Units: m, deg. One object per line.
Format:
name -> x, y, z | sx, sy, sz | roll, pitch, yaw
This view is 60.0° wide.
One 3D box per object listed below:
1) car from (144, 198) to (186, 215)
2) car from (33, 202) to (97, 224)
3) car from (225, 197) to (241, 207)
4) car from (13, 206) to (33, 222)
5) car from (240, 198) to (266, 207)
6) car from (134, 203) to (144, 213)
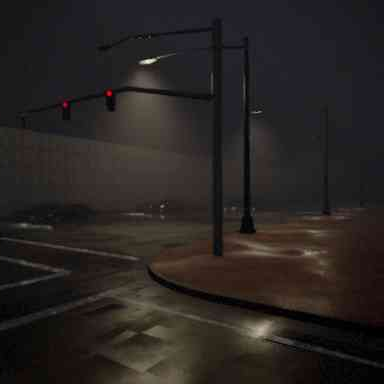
car -> -2.633, 1.515, 36.642 | 2.097, 1.767, 4.553 | 0, 0, 36
car -> -9.801, 1.690, 26.646 | 1.812, 1.442, 4.674 | 0, 0, 36
car -> 7.403, 1.666, 56.487 | 1.882, 1.535, 5.008 | 0, -1, 36
car -> -12.679, 1.666, 28.608 | 1.882, 1.535, 5.008 | 0, 0, 35
car -> 10.264, 1.761, 54.469 | 1.895, 1.301, 4.718 | 0, 0, 36
car -> -4.909, 1.748, 39.472 | 1.994, 1.385, 4.181 | 0, 0, 36
